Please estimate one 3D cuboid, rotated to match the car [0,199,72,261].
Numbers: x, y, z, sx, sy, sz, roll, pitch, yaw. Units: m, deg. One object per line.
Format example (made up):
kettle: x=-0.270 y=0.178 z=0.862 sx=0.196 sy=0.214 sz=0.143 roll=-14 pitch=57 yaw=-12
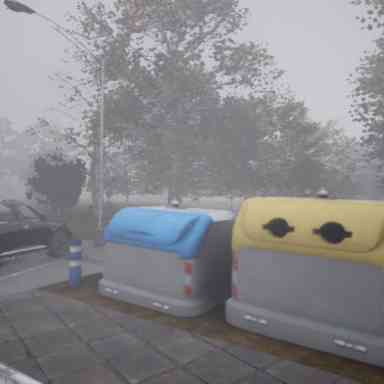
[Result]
car: x=-6.007 y=1.253 z=10.113 sx=2.435 sy=2.045 sz=5.566 roll=0 pitch=-1 yaw=14
